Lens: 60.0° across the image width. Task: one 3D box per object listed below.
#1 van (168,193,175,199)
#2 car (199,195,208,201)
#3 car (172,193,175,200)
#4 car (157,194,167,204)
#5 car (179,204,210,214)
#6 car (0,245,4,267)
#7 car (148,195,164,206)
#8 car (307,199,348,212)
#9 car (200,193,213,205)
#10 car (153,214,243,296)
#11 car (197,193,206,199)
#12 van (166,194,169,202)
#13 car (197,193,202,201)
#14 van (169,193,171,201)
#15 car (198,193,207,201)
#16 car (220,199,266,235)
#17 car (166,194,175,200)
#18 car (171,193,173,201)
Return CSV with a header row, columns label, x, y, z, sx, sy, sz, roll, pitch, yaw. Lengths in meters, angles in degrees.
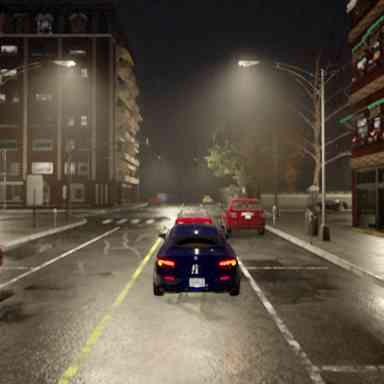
label,x,y,z,sx,sy,sz,roll,pitch,yaw
van,-5.726,1.160,95.186,1.690,1.788,3.998,1,0,0
car,2.659,1.410,78.567,1.947,1.339,4.313,1,0,0
car,-5.720,1.395,78.571,2.008,1.369,4.403,1,0,0
car,-5.708,1.464,56.416,1.802,1.307,4.206,1,0,0
car,0.090,1.559,18.196,1.895,1.301,4.718,0,0,0
car,-5.648,1.565,6.951,1.802,1.307,4.206,1,0,0
car,-5.705,1.475,50.878,1.802,1.307,4.206,1,0,0
car,15.192,1.505,37.424,4.313,1.339,1.947,0,-1,1
car,2.672,1.407,56.585,1.752,1.417,4.829,1,0,0
car,0.096,1.505,8.453,1.812,1.442,4.674,0,0,0
car,2.655,1.134,95.180,2.192,1.841,5.009,1,0,0
van,-5.707,1.213,61.954,1.690,1.788,3.998,1,0,0
car,2.663,1.403,73.028,2.008,1.369,4.403,1,0,0
van,-5.710,1.203,67.493,1.690,1.788,3.998,1,0,0
car,2.661,1.150,84.105,2.192,1.841,5.009,1,0,0
car,2.697,1.272,18.384,2.192,1.841,5.009,1,0,0
car,-5.727,1.378,89.648,2.008,1.369,4.403,1,0,0
car,-5.717,1.435,73.032,1.802,1.307,4.206,1,0,0
